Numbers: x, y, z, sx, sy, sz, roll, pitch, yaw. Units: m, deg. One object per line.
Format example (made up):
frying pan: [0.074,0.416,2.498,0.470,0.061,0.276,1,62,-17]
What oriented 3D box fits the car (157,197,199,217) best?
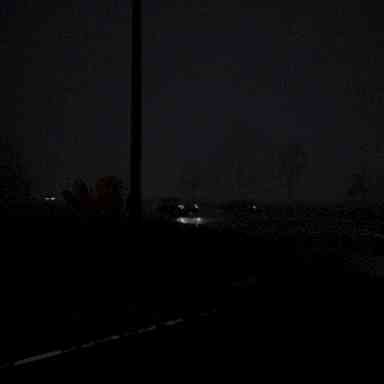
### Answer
car: [-1.341,1.237,30.293,2.097,1.767,4.553,0,1,-35]

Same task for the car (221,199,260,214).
car: [4.859,1.433,33.645,1.994,1.385,4.181,0,1,-35]

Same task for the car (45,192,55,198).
car: [-34.018,0.732,79.686,1.994,1.385,4.181,0,1,-28]
